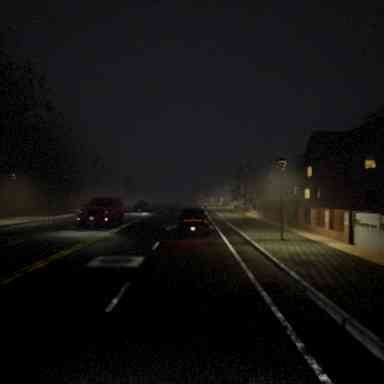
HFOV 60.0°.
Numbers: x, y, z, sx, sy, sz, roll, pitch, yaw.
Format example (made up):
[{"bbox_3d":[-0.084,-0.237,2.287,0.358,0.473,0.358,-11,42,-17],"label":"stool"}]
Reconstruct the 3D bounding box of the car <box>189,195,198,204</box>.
[{"bbox_3d":[0.316,2.126,81.185,1.994,1.385,4.181,0,-1,0],"label":"car"}]

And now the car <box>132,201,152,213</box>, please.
[{"bbox_3d":[-6.341,1.854,42.736,2.033,1.411,5.357,0,0,0],"label":"car"}]

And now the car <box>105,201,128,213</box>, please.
[{"bbox_3d":[-9.591,1.880,42.719,1.895,1.301,4.718,0,0,0],"label":"car"}]

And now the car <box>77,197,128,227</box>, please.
[{"bbox_3d":[-6.462,1.369,24.304,2.150,2.045,5.566,0,-1,1],"label":"car"}]

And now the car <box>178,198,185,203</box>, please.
[{"bbox_3d":[-2.893,2.250,91.794,1.895,1.301,4.718,0,-1,0],"label":"car"}]

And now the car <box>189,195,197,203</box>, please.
[{"bbox_3d":[0.357,1.919,90.955,2.150,2.045,5.566,0,-1,0],"label":"car"}]

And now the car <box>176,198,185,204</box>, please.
[{"bbox_3d":[-2.933,2.271,81.786,1.895,1.301,4.718,0,-1,0],"label":"car"}]

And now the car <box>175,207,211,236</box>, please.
[{"bbox_3d":[0.067,1.670,19.690,1.837,1.490,4.892,0,0,0],"label":"car"}]
